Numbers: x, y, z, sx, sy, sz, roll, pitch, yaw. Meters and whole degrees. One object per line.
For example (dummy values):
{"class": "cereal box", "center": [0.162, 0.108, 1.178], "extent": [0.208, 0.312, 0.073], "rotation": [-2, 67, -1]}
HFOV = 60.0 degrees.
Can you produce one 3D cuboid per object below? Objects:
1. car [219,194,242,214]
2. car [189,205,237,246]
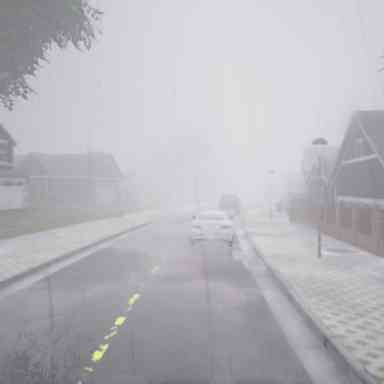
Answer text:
{"class": "car", "center": [4.267, 1.262, 36.820], "extent": [2.150, 2.045, 5.566], "rotation": [0, 0, 12]}
{"class": "car", "center": [0.940, 1.538, 15.281], "extent": [1.812, 1.442, 4.674], "rotation": [0, 0, 5]}
